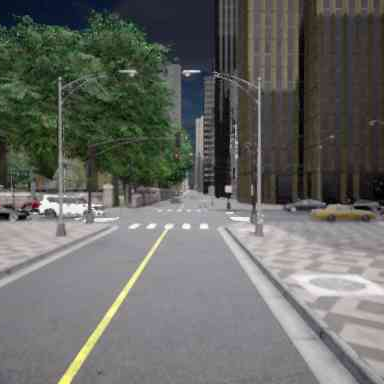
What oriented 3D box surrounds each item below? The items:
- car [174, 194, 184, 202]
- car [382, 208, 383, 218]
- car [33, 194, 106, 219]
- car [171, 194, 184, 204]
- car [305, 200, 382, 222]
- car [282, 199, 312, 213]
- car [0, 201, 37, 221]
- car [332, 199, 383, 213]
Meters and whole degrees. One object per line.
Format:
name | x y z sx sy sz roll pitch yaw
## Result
car | -2.978 1.330 77.987 2.097 1.767 4.553 0 0 0
car | 17.120 1.613 26.020 4.403 1.369 2.008 0 1 0
car | -10.343 1.309 28.937 5.566 2.045 2.150 2 1 0
car | -2.992 1.510 62.455 2.033 1.411 5.357 0 0 0
car | 11.778 1.582 26.051 4.829 1.417 1.752 0 1 0
car | 11.648 1.436 34.576 4.403 1.369 2.008 0 1 0
car | -15.057 1.602 26.207 4.313 1.339 1.947 0 1 0
car | 17.162 1.457 34.544 4.313 1.339 1.947 0 1 0
